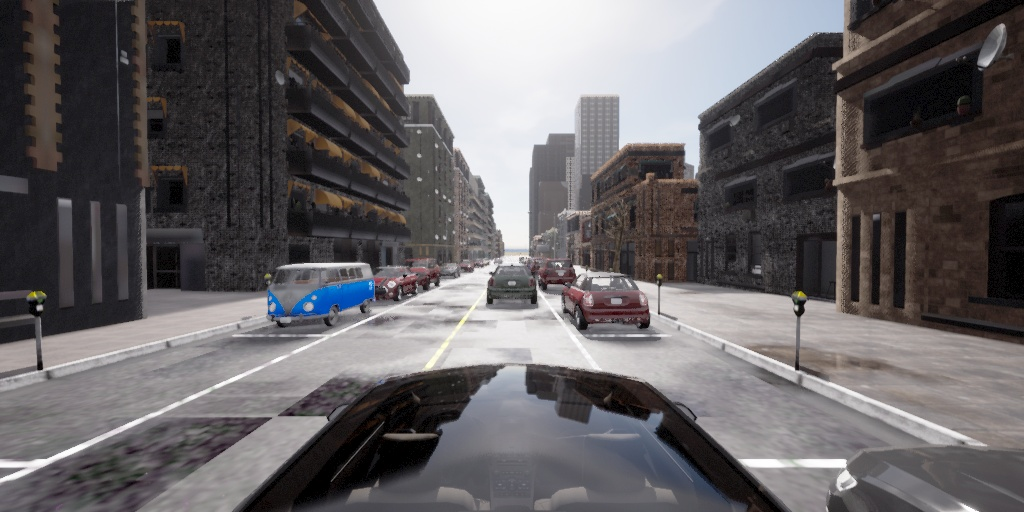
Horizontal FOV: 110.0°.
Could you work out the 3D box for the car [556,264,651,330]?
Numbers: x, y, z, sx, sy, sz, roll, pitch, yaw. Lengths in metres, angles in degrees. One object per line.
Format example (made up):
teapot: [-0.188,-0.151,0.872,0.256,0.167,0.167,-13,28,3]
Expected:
car: [2.690,1.185,11.115,1.967,1.591,4.097,0,0,0]

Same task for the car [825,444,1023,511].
car: [2.690,1.300,0.301,2.007,1.370,4.403,0,0,0]

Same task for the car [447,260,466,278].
car: [-5.691,1.288,32.751,2.007,1.370,4.403,0,0,0]

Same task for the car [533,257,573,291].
car: [2.690,1.056,21.930,2.192,1.841,5.009,0,0,0]

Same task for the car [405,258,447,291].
car: [-5.691,1.056,21.937,2.192,1.841,5.009,0,0,0]

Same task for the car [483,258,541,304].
car: [0.000,1.111,16.473,2.097,1.767,4.553,0,0,0]

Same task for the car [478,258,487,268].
car: [-5.691,1.165,59.787,1.967,1.591,4.097,0,0,0]

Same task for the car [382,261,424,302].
car: [-5.691,1.183,16.530,1.967,1.591,4.097,0,0,0]

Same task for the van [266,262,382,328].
van: [-5.691,1.086,11.123,1.690,1.789,3.998,0,0,0]

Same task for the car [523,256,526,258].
car: [2.690,1.048,43.558,2.192,1.841,5.009,0,0,0]

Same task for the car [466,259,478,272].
car: [-5.691,1.173,43.565,1.967,1.591,4.097,0,0,0]
